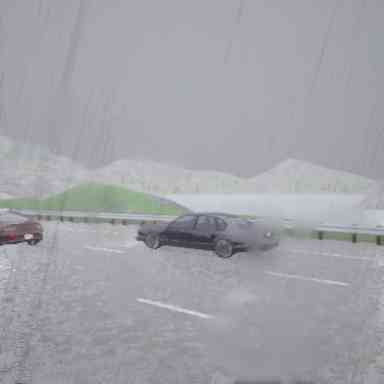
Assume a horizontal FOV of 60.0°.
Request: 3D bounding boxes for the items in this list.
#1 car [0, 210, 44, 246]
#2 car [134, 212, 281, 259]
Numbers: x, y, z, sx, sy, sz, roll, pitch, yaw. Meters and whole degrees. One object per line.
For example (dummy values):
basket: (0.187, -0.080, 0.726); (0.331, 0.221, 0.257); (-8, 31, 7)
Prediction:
car: (-7.838, 1.430, 13.183); (4.674, 1.442, 1.812); (0, 1, 31)
car: (0.408, 1.436, 12.138); (5.357, 1.411, 2.033); (0, 1, 34)
